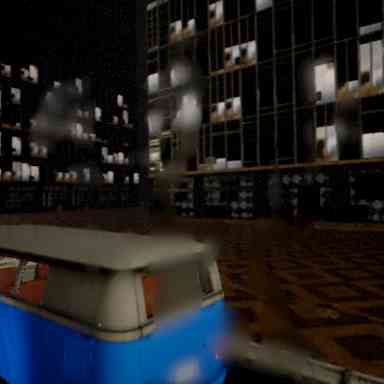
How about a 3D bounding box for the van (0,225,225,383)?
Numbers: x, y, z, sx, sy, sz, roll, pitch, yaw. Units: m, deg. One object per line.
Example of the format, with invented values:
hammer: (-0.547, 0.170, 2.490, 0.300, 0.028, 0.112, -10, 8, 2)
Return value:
van: (-1.555, 1.356, 4.007, 3.998, 1.788, 1.690, 0, -1, 36)
